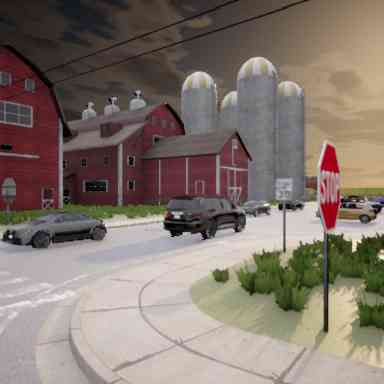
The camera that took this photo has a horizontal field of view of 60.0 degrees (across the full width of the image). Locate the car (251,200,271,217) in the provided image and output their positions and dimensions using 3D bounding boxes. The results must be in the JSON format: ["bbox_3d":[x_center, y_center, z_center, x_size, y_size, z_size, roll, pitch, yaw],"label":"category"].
[{"bbox_3d":[5.849,1.499,31.199,1.837,1.490,4.892,0,0,35],"label":"car"}]

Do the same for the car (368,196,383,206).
[{"bbox_3d":[32.621,1.478,56.310,4.611,1.667,2.242,0,0,35],"label":"car"}]

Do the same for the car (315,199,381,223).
[{"bbox_3d":[11.535,1.504,25.066,4.193,1.474,1.816,0,0,35],"label":"car"}]

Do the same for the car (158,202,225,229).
[{"bbox_3d":[0.105,1.488,22.864,2.128,1.511,4.902,0,0,35],"label":"car"}]

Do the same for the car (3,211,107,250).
[{"bbox_3d":[-5.840,1.560,14.549,1.994,1.385,4.181,0,0,39],"label":"car"}]

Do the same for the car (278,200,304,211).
[{"bbox_3d":[11.924,1.597,39.975,1.895,1.301,4.718,0,0,35],"label":"car"}]

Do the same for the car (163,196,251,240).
[{"bbox_3d":[0.816,1.218,17.286,2.150,2.045,5.566,0,0,34],"label":"car"}]

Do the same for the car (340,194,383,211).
[{"bbox_3d":[18.779,1.311,36.452,3.866,1.878,1.905,0,0,35],"label":"car"}]
